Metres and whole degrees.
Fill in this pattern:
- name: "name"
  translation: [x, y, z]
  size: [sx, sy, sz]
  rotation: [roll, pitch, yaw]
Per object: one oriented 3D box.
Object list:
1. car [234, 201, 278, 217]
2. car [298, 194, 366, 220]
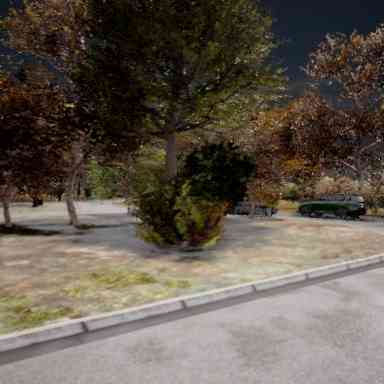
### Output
- name: "car"
  translation: [5.457, 1.471, 29.674]
  size: [4.181, 1.385, 1.994]
  rotation: [0, 0, 34]
- name: "car"
  translation: [11.930, 1.198, 28.610]
  size: [2.150, 2.045, 5.566]
  rotation: [1, 0, -37]
